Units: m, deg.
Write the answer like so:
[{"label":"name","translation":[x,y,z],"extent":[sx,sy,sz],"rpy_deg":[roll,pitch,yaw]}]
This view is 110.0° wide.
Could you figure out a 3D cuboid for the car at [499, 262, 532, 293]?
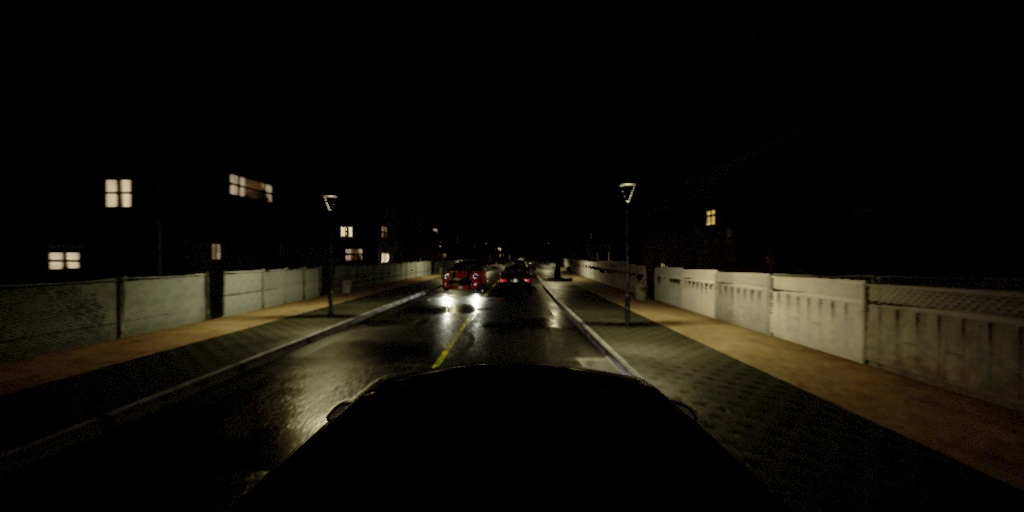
[{"label":"car","translation":[0.201,1.295,20.776],"extent":[2.033,1.411,5.357],"rpy_deg":[0,0,1]}]

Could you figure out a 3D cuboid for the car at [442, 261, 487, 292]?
[{"label":"car","translation":[-2.725,1.099,21.398],"extent":[2.097,1.767,4.553],"rpy_deg":[0,0,1]}]
